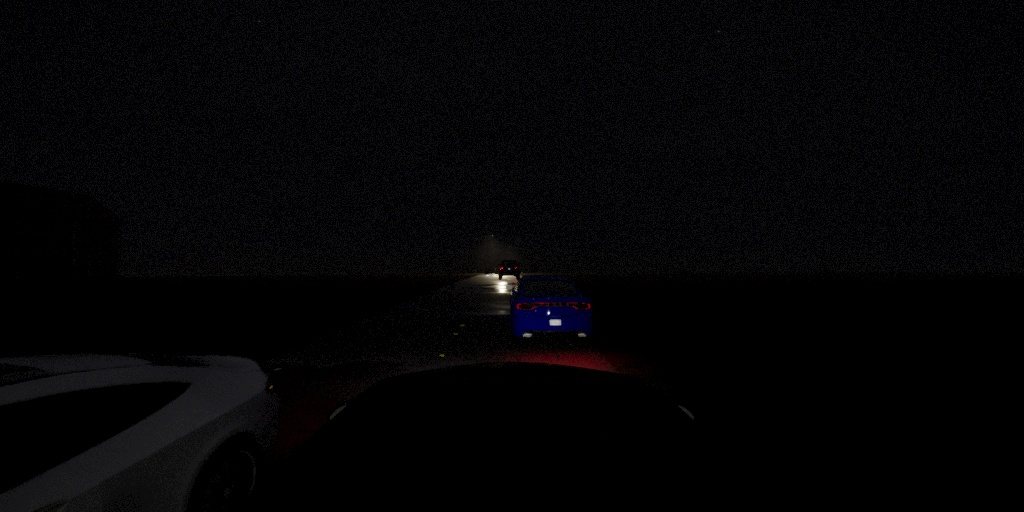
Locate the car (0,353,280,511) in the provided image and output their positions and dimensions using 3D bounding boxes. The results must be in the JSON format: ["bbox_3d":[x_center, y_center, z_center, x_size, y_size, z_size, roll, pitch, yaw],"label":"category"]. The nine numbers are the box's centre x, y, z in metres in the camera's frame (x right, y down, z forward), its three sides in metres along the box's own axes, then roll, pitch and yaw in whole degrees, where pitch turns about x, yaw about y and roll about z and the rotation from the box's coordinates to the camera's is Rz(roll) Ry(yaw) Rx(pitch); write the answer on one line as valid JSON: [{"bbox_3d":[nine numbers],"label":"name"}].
[{"bbox_3d":[-2.853,1.275,1.214,1.812,1.442,4.674,0,0,0],"label":"car"}]

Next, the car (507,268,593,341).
[{"bbox_3d":[0.881,1.255,9.970,1.882,1.535,5.008,0,0,-1],"label":"car"}]

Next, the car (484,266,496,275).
[{"bbox_3d":[-3.334,2.358,58.046,1.994,1.385,4.181,0,-2,-1],"label":"car"}]

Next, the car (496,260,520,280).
[{"bbox_3d":[-0.299,1.444,38.005,2.150,2.045,5.566,0,-1,-1],"label":"car"}]
